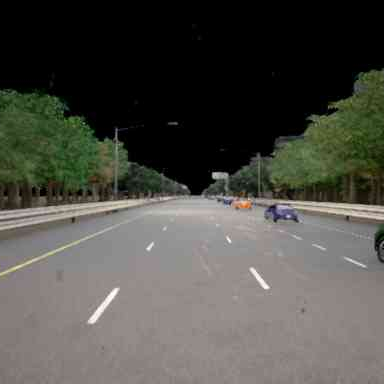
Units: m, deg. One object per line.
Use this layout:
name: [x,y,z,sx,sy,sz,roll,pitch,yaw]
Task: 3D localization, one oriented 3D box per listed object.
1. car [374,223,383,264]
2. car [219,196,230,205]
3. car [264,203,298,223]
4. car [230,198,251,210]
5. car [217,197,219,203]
car: [7.004,1.234,8.490,2.150,2.045,5.566,0,0,0]
car: [7.267,1.920,69.130,1.882,1.535,5.008,0,-1,0]
car: [7.040,1.636,26.506,1.812,1.442,4.674,0,0,0]
car: [7.127,1.614,47.573,2.097,1.767,4.553,0,0,0]
car: [7.411,2.087,86.125,1.837,1.490,4.892,0,0,1]
